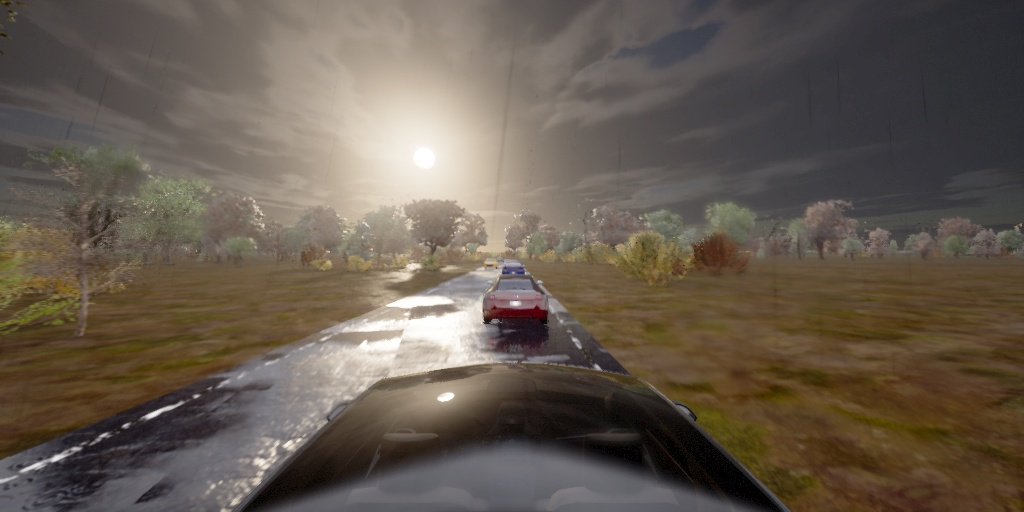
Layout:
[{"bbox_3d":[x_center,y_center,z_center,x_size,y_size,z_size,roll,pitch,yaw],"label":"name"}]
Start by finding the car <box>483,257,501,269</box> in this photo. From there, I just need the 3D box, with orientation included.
[{"bbox_3d":[-3.068,1.129,52.225,1.882,1.535,5.008,0,0,0],"label":"car"}]

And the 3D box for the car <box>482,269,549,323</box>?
[{"bbox_3d":[0.099,1.298,12.043,1.994,1.385,4.181,0,0,0],"label":"car"}]

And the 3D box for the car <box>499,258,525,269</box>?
[{"bbox_3d":[0.099,1.177,30.770,1.882,1.535,5.008,0,0,0],"label":"car"}]
